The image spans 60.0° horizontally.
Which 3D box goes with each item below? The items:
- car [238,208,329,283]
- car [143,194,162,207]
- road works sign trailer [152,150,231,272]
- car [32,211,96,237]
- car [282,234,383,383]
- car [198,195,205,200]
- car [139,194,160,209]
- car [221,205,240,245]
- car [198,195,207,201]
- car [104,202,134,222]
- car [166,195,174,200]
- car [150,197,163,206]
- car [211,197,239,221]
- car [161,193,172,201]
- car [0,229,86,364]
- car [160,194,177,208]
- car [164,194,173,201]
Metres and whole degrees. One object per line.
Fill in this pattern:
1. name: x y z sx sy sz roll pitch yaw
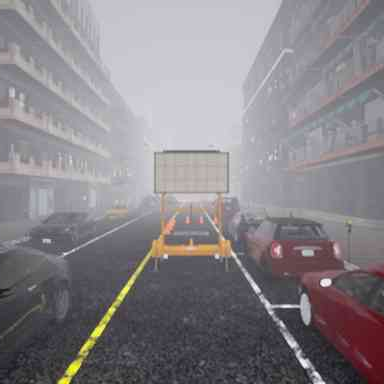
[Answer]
1. car: 2.676 1.427 9.624 1.967 1.590 4.097 0 0 0
2. car: -5.769 1.237 49.068 2.192 1.841 5.009 0 0 0
3. road works sign trailer: -0.017 0.449 10.750 2.380 3.560 2.880 0 0 0
4. car: -5.714 1.544 15.249 1.947 1.339 4.313 0 0 0
5. car: 2.686 1.539 3.987 1.887 1.381 4.507 0 0 0
6. car: 2.546 1.394 88.533 1.887 1.381 4.507 0 0 0
7. car: -5.760 1.372 43.432 1.967 1.590 4.097 0 0 0
8. car: 2.667 1.529 15.259 2.008 1.369 4.403 0 0 0
9. car: 2.564 1.396 77.430 1.752 1.417 4.829 0 0 0
10. car: -5.732 1.486 26.352 1.752 1.417 4.829 0 0 0
11. car: -5.834 1.393 88.523 1.887 1.381 4.507 0 0 0
12. car: -5.779 1.494 54.705 1.802 1.307 4.206 0 0 0
13. car: 2.650 1.275 26.532 2.192 1.841 5.009 0 0 0
14. car: -5.815 1.185 77.250 2.192 1.841 5.009 0 0 0
15. car: -3.107 1.519 4.408 1.812 1.442 4.674 0 0 0
16. car: -3.171 1.279 46.415 2.097 1.767 4.553 0 0 0
17. car: -5.825 1.300 82.886 1.967 1.590 4.097 0 0 0
